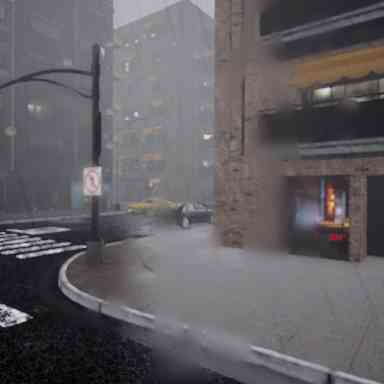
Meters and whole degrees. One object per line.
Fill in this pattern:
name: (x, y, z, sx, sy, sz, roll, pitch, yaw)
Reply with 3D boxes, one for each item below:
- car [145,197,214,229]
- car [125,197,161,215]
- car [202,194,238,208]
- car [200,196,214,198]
car: (-0.254, 1.230, 18.882, 2.008, 1.369, 4.403, 1, 2, 36)
car: (-3.438, 1.078, 27.930, 1.752, 1.417, 4.829, 1, 2, 36)
car: (3.204, 0.936, 37.123, 1.752, 1.417, 4.829, 1, 2, 36)
car: (1.127, 1.079, 30.053, 1.994, 1.385, 4.181, 1, 1, 36)
